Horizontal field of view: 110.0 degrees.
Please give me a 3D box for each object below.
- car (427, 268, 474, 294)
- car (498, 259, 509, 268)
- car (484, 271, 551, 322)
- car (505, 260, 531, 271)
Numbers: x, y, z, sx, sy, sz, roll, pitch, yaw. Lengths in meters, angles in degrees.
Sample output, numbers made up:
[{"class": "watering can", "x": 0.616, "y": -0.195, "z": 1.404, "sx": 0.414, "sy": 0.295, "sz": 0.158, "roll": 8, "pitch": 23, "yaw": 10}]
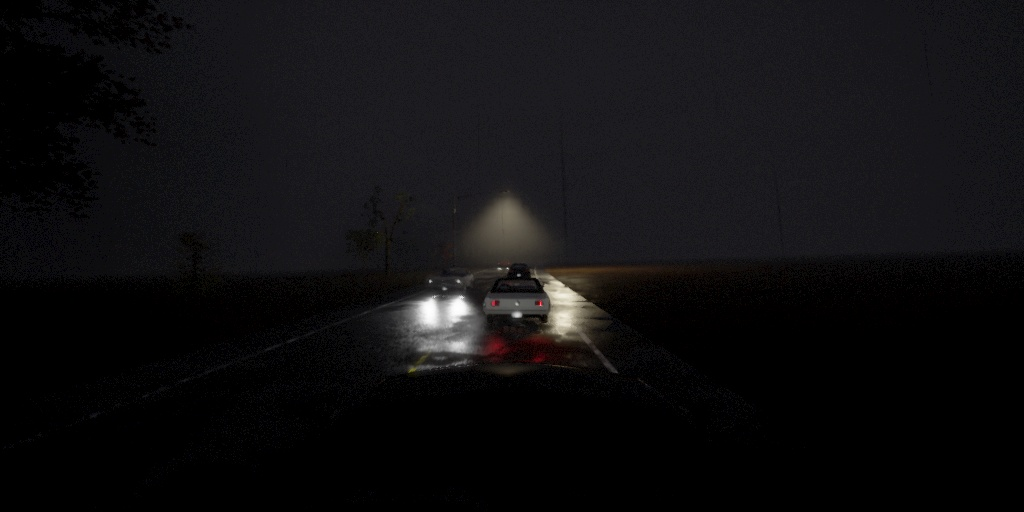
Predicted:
[{"class": "car", "x": -3.361, "y": 1.359, "z": 20.279, "sx": 1.895, "sy": 1.301, "sz": 4.718, "roll": 0, "pitch": 0, "yaw": 1}, {"class": "car", "x": -1.246, "y": 1.249, "z": 62.582, "sx": 1.882, "sy": 1.535, "sz": 5.008, "roll": 0, "pitch": 0, "yaw": 5}, {"class": "car", "x": 0.175, "y": 1.355, "z": 12.208, "sx": 1.895, "sy": 1.301, "sz": 4.718, "roll": 0, "pitch": 0, "yaw": 1}, {"class": "car", "x": 0.621, "y": 1.289, "z": 29.906, "sx": 1.812, "sy": 1.442, "sz": 4.674, "roll": 0, "pitch": 0, "yaw": 2}]
